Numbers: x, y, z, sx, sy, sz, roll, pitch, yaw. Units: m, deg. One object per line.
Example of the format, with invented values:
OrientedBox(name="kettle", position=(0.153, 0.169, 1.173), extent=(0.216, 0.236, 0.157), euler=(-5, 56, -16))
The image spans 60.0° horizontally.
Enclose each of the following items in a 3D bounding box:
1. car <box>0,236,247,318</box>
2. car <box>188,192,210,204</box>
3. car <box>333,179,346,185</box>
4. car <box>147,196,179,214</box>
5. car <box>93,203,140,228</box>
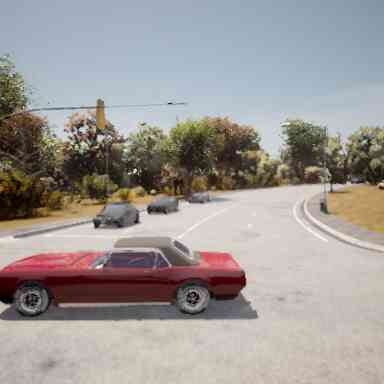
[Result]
OrientedBox(name="car", position=(-1.370, 1.614, 6.871), extent=(4.718, 1.301, 1.895), euler=(0, 0, -2))
OrientedBox(name="car", position=(1.005, 0.741, 43.957), extent=(1.812, 1.442, 4.674), euler=(0, 3, 21))
OrientedBox(name="car", position=(38.716, -2.605, 87.220), extent=(4.674, 1.442, 1.812), euler=(-4, 3, -41))
OrientedBox(name="car", position=(-2.752, 1.226, 32.281), extent=(1.882, 1.535, 5.008), euler=(0, 2, 16))
OrientedBox(name="car", position=(-4.940, 1.501, 22.455), extent=(1.812, 1.442, 4.674), euler=(0, 1, 11))
